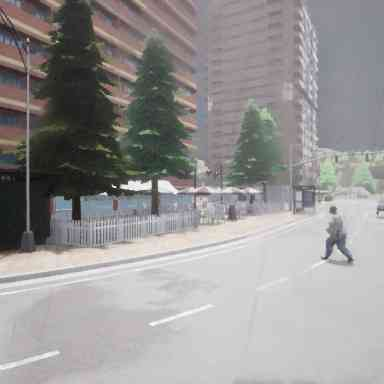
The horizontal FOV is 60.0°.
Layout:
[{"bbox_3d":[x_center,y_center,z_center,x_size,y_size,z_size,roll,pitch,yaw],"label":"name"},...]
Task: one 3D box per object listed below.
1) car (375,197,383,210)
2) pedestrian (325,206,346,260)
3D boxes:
[{"bbox_3d":[17.160,1.178,29.053,1.812,1.442,4.674,0,0,30],"label":"car"},{"bbox_3d":[4.557,1.294,10.561,0.375,1.860,0.375,0,0,38],"label":"pedestrian"}]
